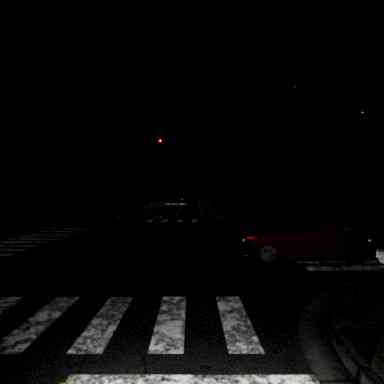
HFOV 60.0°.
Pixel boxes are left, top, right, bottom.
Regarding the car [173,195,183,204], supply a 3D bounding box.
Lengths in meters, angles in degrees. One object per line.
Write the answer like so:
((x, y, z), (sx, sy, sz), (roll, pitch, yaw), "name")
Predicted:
((-2.877, 1.490, 69.395), (2.097, 1.767, 4.553), (0, 0, 0), "car")

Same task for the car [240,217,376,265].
((3.717, 1.551, 11.055), (4.181, 1.385, 1.994), (-1, -1, 0), "car")
